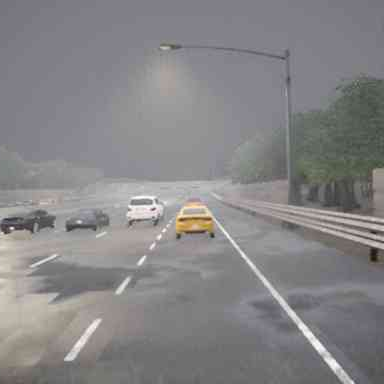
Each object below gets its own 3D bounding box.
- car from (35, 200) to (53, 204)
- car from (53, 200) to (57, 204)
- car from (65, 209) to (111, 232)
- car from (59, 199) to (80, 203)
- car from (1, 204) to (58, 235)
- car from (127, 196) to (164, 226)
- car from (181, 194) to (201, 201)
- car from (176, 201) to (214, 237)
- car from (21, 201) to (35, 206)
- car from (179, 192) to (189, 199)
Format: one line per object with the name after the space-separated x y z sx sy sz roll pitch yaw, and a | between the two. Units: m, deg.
-27.617 2.301 63.890 1.882 1.535 5.008 -2 0 1 | car
-24.118 2.247 63.889 2.128 1.511 4.902 -2 0 1 | car
-6.831 1.789 22.220 1.994 1.385 4.181 -2 0 0 | car
-20.723 2.004 57.302 2.097 1.767 4.553 -2 0 1 | car
-10.333 1.826 21.499 1.837 1.490 4.892 -2 0 0 | car
-3.434 1.357 25.124 2.150 2.045 5.566 -2 0 0 | car
0.227 1.400 36.299 2.097 1.767 4.553 -2 0 0 | car
0.152 1.504 18.253 1.882 1.535 5.008 -2 0 0 | car
-31.114 2.472 63.936 1.994 1.385 4.181 -2 0 1 | car
-2.701 1.323 93.281 1.895 1.301 4.718 -2 1 1 | car
